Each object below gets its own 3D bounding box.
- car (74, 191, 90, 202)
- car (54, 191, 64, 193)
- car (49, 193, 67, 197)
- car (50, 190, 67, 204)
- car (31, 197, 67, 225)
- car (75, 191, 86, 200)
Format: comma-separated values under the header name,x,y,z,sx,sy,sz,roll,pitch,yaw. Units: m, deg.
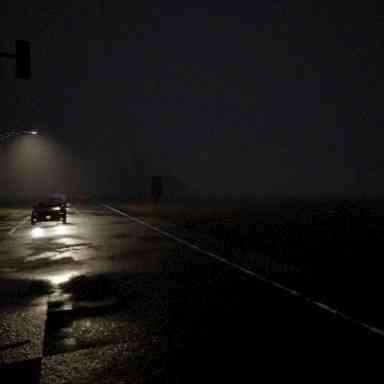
name,x,y,z,sx,sy,sz,roll,pitch,yaw
car,-17.359,0.765,52.906,1.994,1.385,4.181,-1,1,-21
car,-15.577,0.940,38.291,1.882,1.535,5.008,-1,1,-20
car,-12.252,1.116,29.552,1.812,1.442,4.674,-1,1,-21
car,-19.087,0.673,47.627,2.097,1.767,4.553,-1,1,-21
car,-9.165,1.272,21.461,1.994,1.385,4.181,-1,1,-21
car,-20.788,0.566,61.862,1.837,1.490,4.892,-1,1,-21
